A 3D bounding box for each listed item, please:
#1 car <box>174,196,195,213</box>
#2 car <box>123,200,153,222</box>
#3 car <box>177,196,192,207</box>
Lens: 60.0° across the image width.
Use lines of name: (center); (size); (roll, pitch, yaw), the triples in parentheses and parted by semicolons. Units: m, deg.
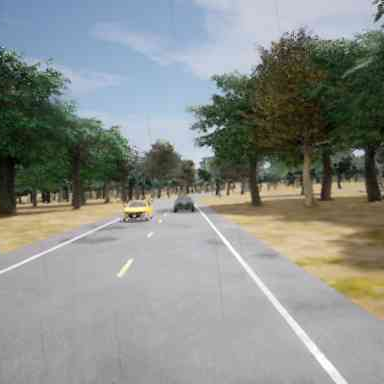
car: (-0.798, 1.152, 34.741); (2.097, 1.767, 4.553); (-1, 0, -1)
car: (-4.122, 1.389, 25.925); (1.882, 1.535, 5.008); (-1, 0, -1)
car: (-1.113, 1.334, 47.325); (1.994, 1.385, 4.181); (-1, 0, -1)
